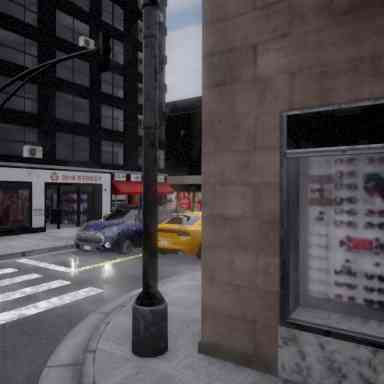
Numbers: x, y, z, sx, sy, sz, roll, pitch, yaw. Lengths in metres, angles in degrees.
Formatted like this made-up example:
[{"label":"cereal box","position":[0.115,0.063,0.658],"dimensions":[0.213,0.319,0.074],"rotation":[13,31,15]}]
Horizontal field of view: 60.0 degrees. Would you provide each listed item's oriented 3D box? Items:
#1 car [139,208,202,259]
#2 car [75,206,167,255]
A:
[{"label":"car","position":[0.465,1.501,12.864],"dimensions":[1.882,1.535,5.008],"rotation":[0,0,33]},{"label":"car","position":[-2.463,1.366,13.522],"dimensions":[2.097,1.767,4.553],"rotation":[0,0,32]}]
